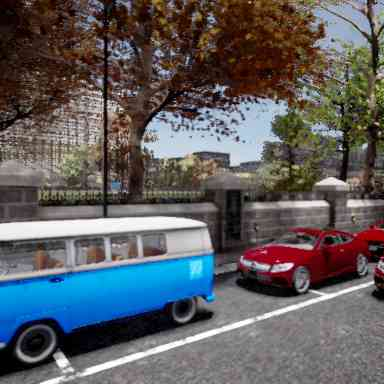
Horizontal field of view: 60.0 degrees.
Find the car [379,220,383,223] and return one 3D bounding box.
[{"bbox_3d":[7.676,1.584,12.033,4.507,1.381,1.887,0,0,-35],"label":"car"}]

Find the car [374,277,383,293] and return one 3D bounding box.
[{"bbox_3d":[6.104,1.554,7.728,4.674,1.442,1.812,0,0,-35],"label":"car"}]

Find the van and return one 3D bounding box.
[{"bbox_3d":[-1.492,1.347,5.496,3.998,1.788,1.690,0,0,-35],"label":"van"}]

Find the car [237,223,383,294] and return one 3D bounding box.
[{"bbox_3d":[3.092,1.604,8.764,4.206,1.307,1.802,0,0,-35],"label":"car"}]
